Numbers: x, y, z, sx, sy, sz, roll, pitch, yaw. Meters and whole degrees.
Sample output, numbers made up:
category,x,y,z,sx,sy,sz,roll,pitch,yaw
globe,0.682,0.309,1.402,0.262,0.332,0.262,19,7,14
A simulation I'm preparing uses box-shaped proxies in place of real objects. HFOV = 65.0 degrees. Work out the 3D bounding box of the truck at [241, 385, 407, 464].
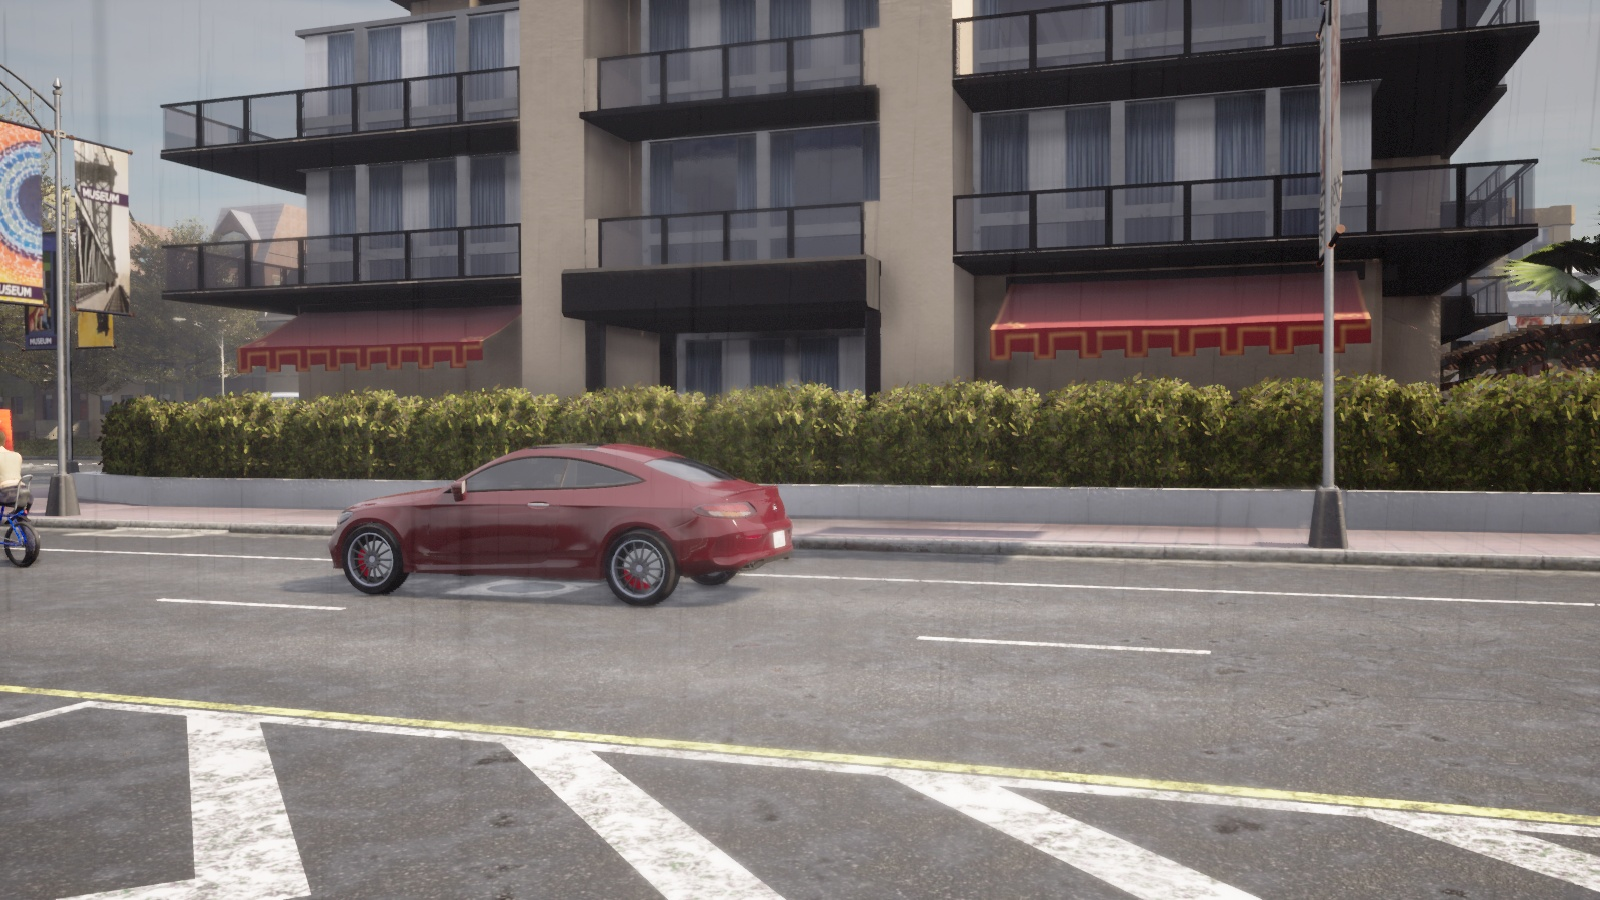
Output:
category,x,y,z,sx,sy,sz,roll,pitch,yaw
truck,-22.058,-1.180,58.806,2.891,3.462,7.936,1,1,18

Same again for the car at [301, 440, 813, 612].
category,x,y,z,sx,sy,sz,roll,pitch,yaw
car,-2.381,0.645,12.406,4.674,1.442,1.812,1,1,19

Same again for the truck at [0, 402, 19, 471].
category,x,y,z,sx,sy,sz,roll,pitch,yaw
truck,-30.672,-0.478,43.900,2.627,2.467,5.204,1,1,18

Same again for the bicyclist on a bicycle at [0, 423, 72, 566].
category,x,y,z,sx,sy,sz,roll,pitch,yaw
bicyclist on a bicycle,-9.546,0.490,14.820,1.509,1.612,0.866,1,1,19
